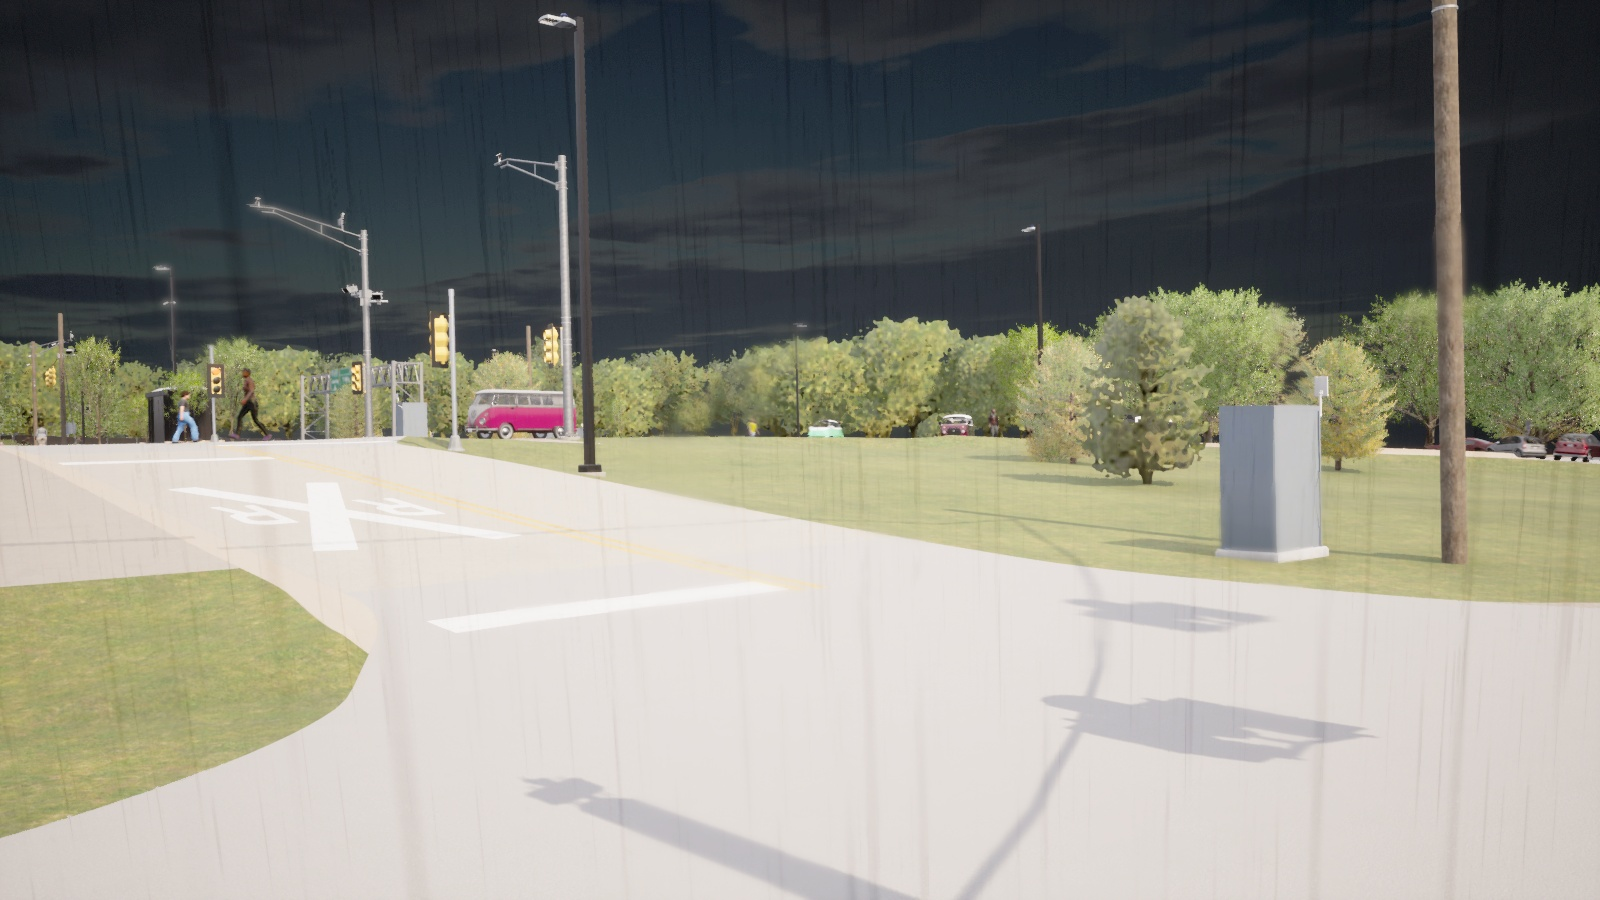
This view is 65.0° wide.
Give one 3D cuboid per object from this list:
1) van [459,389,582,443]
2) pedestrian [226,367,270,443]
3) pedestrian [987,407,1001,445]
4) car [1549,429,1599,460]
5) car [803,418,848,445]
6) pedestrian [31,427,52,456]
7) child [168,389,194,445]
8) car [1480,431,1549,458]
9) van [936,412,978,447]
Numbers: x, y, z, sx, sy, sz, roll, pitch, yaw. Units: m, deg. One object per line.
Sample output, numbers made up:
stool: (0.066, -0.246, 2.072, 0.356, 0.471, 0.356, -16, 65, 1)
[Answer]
van: (-10.933, -1.312, 49.344, 1.775, 1.987, 4.442, -1, 0, 44)
pedestrian: (-13.408, -1.088, 30.525, 0.869, 1.805, 0.328, -2, 1, -43)
pedestrian: (9.487, -1.184, 61.411, 0.376, 1.854, 0.720, -2, 1, -13)
car: (43.371, -0.282, 69.817, 3.705, 1.549, 1.789, 1, 4, -40)
car: (1.423, -0.978, 68.731, 1.481, 1.376, 2.207, -1, -1, 34)
pedestrian: (-49.006, -0.571, 81.116, 0.900, 1.855, 0.874, -1, 1, 40)
child: (-14.182, -0.750, 28.779, 0.270, 1.263, 0.437, -1, 1, 41)
car: (47.093, -0.362, 82.902, 1.851, 1.617, 3.988, 2, 0, -8)
van: (10.206, -1.311, 81.166, 2.069, 2.038, 4.480, -2, -1, 14)
